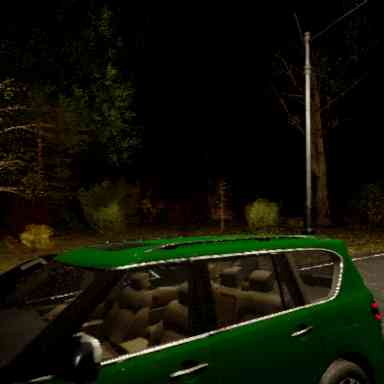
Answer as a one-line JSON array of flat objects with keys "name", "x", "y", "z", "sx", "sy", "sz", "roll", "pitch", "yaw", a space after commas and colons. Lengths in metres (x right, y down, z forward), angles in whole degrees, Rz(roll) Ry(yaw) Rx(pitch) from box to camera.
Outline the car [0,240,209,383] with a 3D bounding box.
[{"name": "car", "x": -2.226, "y": 1.838, "z": 5.715, "sx": 4.892, "sy": 1.490, "sz": 1.837, "roll": 1, "pitch": -1, "yaw": -34}]

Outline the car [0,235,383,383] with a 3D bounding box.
[{"name": "car", "x": -0.492, "y": 1.466, "z": 3.024, "sx": 5.566, "sy": 2.045, "sz": 2.150, "roll": 3, "pitch": -8, "yaw": -34}]
